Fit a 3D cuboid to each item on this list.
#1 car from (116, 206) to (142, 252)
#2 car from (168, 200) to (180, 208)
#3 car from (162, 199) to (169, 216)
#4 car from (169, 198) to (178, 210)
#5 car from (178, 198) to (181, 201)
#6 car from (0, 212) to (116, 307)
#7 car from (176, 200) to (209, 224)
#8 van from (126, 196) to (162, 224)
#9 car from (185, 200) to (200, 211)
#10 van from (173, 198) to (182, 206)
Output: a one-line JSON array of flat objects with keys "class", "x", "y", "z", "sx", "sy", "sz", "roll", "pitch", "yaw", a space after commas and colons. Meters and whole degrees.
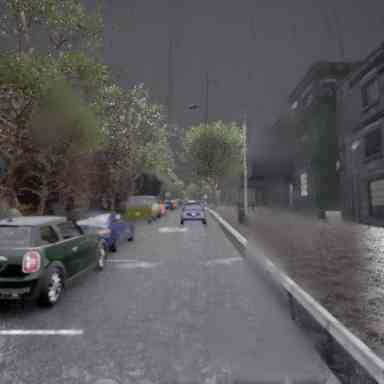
[{"class": "car", "x": -3.656, "y": 1.531, "z": 13.795, "sx": 2.002, "sy": 1.452, "sz": 4.674, "roll": 0, "pitch": 0, "yaw": 2}, {"class": "car", "x": -3.661, "y": 2.434, "z": 69.481, "sx": 2.163, "sy": 1.488, "sz": 4.792, "roll": 0, "pitch": -1, "yaw": 2}, {"class": "car", "x": -3.661, "y": 1.378, "z": 30.478, "sx": 2.185, "sy": 1.767, "sz": 4.553, "roll": 0, "pitch": 0, "yaw": 2}, {"class": "car", "x": -3.645, "y": 1.813, "z": 47.213, "sx": 2.163, "sy": 1.488, "sz": 4.792, "roll": 1, "pitch": -2, "yaw": 2}, {"class": "car", "x": -3.649, "y": 2.093, "z": 58.318, "sx": 2.097, "sy": 1.535, "sz": 5.008, "roll": 1, "pitch": -2, "yaw": 2}, {"class": "car", "x": -3.656, "y": 1.361, "z": 8.196, "sx": 2.185, "sy": 1.767, "sz": 4.553, "roll": 0, "pitch": 0, "yaw": 2}, {"class": "car", "x": 0.094, "y": 1.567, "z": 25.138, "sx": 2.033, "sy": 1.411, "sz": 5.357, "roll": 0, "pitch": 0, "yaw": 0}, {"class": "van", "x": -3.654, "y": 1.274, "z": 25.056, "sx": 1.878, "sy": 1.987, "sz": 4.442, "roll": 0, "pitch": 0, "yaw": 2}, {"class": "car", "x": 0.092, "y": 1.706, "z": 42.839, "sx": 1.812, "sy": 1.442, "sz": 4.674, "roll": 0, "pitch": -2, "yaw": 0}, {"class": "van", "x": -3.643, "y": 2.617, "z": 86.287, "sx": 1.878, "sy": 1.987, "sz": 4.442, "roll": 1, "pitch": -1, "yaw": 2}]
